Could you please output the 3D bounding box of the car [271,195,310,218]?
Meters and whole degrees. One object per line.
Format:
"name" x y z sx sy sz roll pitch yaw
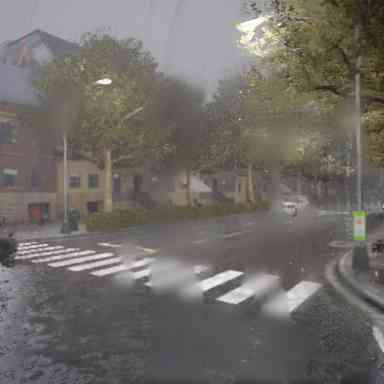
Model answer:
"car" 9.552 1.339 31.866 2.150 2.045 5.566 -1 -1 36

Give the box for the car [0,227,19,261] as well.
"car" -8.059 1.637 10.145 4.892 1.490 1.837 0 2 -28
